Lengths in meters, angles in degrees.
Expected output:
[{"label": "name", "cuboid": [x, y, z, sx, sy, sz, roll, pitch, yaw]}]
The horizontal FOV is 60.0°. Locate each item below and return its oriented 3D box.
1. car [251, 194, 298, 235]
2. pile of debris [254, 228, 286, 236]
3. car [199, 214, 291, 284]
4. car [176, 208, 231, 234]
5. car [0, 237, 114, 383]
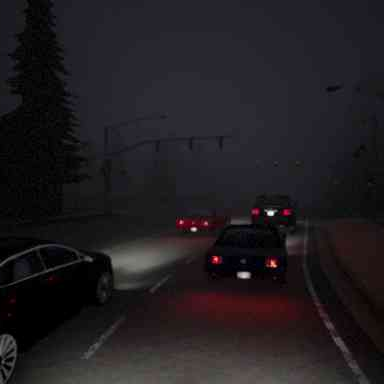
[{"label": "car", "cuboid": [4.731, 1.149, 18.854, 2.150, 2.045, 5.566, 0, 0, 19]}, {"label": "pile of debris", "cuboid": [4.162, 2.107, 17.596, 1.500, 0.140, 1.860, 0, 0, 19]}, {"label": "car", "cuboid": [1.741, 1.562, 9.555, 1.895, 1.301, 4.718, 0, 0, 15]}, {"label": "car", "cuboid": [0.805, 1.520, 18.170, 1.895, 1.301, 4.718, 0, 0, 19]}, {"label": "car", "cuboid": [-2.787, 1.455, 5.133, 2.128, 1.511, 4.902, 0, 0, 8]}]
